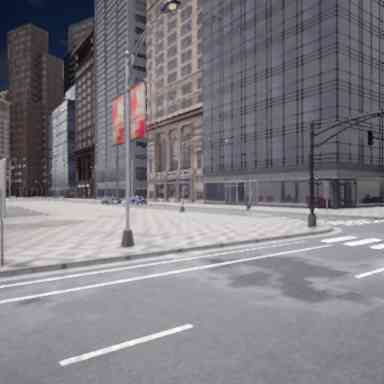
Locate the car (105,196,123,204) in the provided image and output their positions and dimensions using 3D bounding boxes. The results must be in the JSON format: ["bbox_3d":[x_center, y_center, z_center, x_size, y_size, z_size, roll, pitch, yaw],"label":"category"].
[{"bbox_3d":[-14.978,1.558,63.706,1.994,1.385,4.181,0,0,-35],"label":"car"}]

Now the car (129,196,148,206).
[{"bbox_3d":[-9.198,1.443,55.559,1.882,1.535,5.008,0,0,-35],"label":"car"}]

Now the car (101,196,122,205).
[{"bbox_3d":[-14.061,1.485,57.211,2.128,1.511,4.902,0,0,-35],"label":"car"}]
